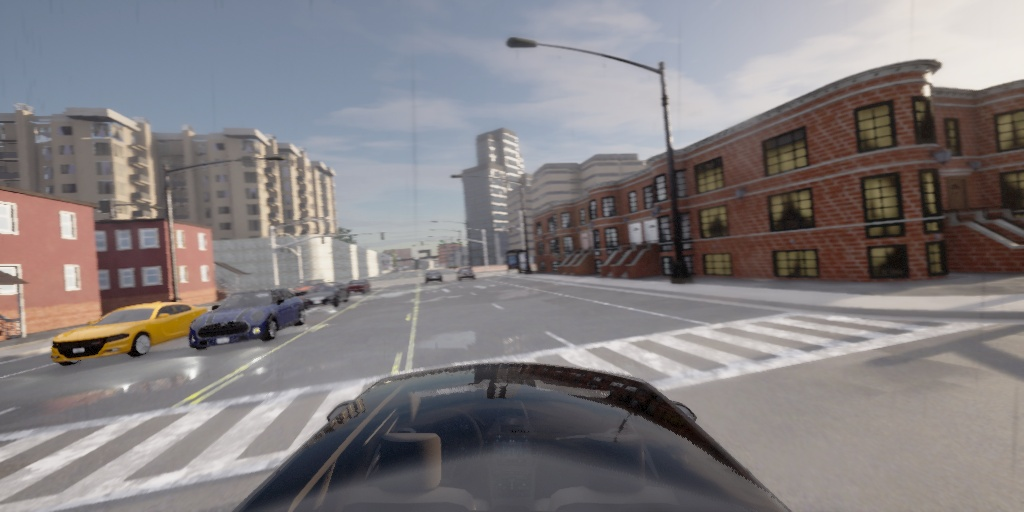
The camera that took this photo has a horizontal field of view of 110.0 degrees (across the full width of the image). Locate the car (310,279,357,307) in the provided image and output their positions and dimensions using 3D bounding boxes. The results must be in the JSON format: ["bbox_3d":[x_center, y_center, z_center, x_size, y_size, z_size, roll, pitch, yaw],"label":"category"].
[{"bbox_3d":[-11.618,2.412,22.651,2.128,1.511,4.902,-5,0,-14],"label":"car"}]

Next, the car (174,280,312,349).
[{"bbox_3d":[-9.165,1.985,12.815,2.097,1.767,4.553,-5,0,-14],"label":"car"}]

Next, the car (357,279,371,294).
[{"bbox_3d":[-14.067,2.809,32.553,1.895,1.301,4.718,-5,0,-14],"label":"car"}]

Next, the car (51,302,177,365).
[{"bbox_3d":[-12.633,2.412,12.324,1.882,1.535,5.008,-5,0,-15],"label":"car"}]

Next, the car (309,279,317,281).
[{"bbox_3d":[-17.325,2.835,31.116,2.097,1.767,4.553,-5,0,-14],"label":"car"}]

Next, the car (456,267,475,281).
[{"bbox_3d":[-5.363,2.056,41.452,2.033,1.411,5.357,-5,0,-13],"label":"car"}]

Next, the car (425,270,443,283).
[{"bbox_3d":[-9.360,2.434,42.921,1.994,1.385,4.181,-5,0,-14],"label":"car"}]
